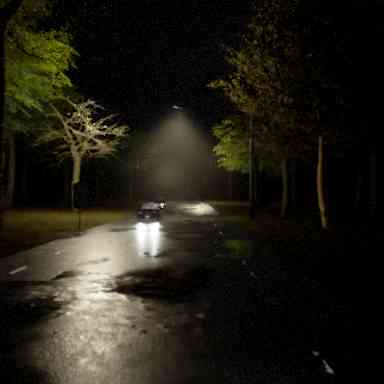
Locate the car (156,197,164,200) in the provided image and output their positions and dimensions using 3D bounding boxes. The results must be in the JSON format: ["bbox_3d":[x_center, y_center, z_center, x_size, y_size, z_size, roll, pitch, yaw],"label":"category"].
[{"bbox_3d":[-6.809,1.820,70.929,1.994,1.385,4.181,0,0,-5],"label":"car"}]

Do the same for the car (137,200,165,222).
[{"bbox_3d":[-3.624,1.752,29.316,2.128,1.511,4.902,0,0,0],"label":"car"}]
